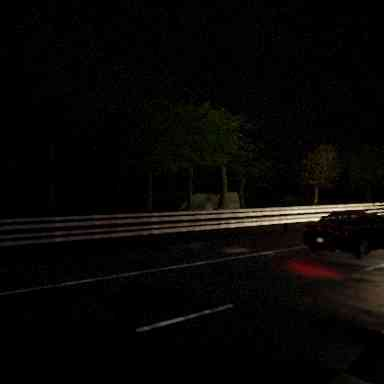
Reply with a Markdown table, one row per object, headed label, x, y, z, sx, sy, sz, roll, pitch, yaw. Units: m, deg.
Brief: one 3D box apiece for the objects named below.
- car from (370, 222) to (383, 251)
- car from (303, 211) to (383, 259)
| label | x | y | z | sx | sy | sz | roll | pitch | yaw |
| --- | --- | --- | --- | --- | --- | --- | --- | --- | --- |
| car | 7.317 | 1.542 | 9.064 | 5.357 | 1.411 | 2.033 | 0 | 0 | -35 |
| car | 6.362 | 1.471 | 12.666 | 5.008 | 1.535 | 1.882 | 0 | 0 | -35 |
